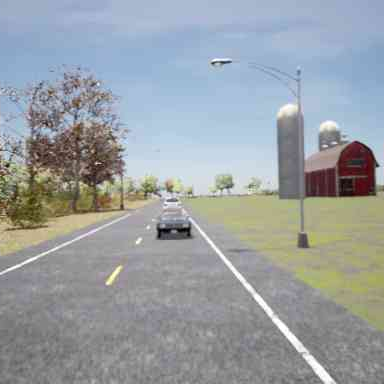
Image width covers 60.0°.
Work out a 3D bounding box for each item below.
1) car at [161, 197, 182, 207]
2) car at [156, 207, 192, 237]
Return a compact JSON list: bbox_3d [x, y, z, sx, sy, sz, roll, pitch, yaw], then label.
[{"bbox_3d":[-2.424,1.688,41.435,2.150,2.045,5.566,-1,0,-4],"label":"car"},{"bbox_3d":[-1.066,1.825,19.716,1.895,1.301,4.718,-1,-1,-3],"label":"car"}]
